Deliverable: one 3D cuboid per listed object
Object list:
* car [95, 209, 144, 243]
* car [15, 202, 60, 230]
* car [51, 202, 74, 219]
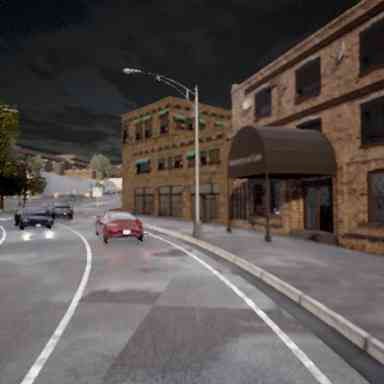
[{"bbox_3d":[-3.669,1.560,16.457,1.812,1.442,4.674,0,0,-22],"label":"car"},{"bbox_3d":[-10.496,1.605,21.890,2.033,1.411,5.357,0,0,-33],"label":"car"},{"bbox_3d":[-12.109,1.638,29.387,2.128,1.511,4.902,0,-1,-41],"label":"car"}]
